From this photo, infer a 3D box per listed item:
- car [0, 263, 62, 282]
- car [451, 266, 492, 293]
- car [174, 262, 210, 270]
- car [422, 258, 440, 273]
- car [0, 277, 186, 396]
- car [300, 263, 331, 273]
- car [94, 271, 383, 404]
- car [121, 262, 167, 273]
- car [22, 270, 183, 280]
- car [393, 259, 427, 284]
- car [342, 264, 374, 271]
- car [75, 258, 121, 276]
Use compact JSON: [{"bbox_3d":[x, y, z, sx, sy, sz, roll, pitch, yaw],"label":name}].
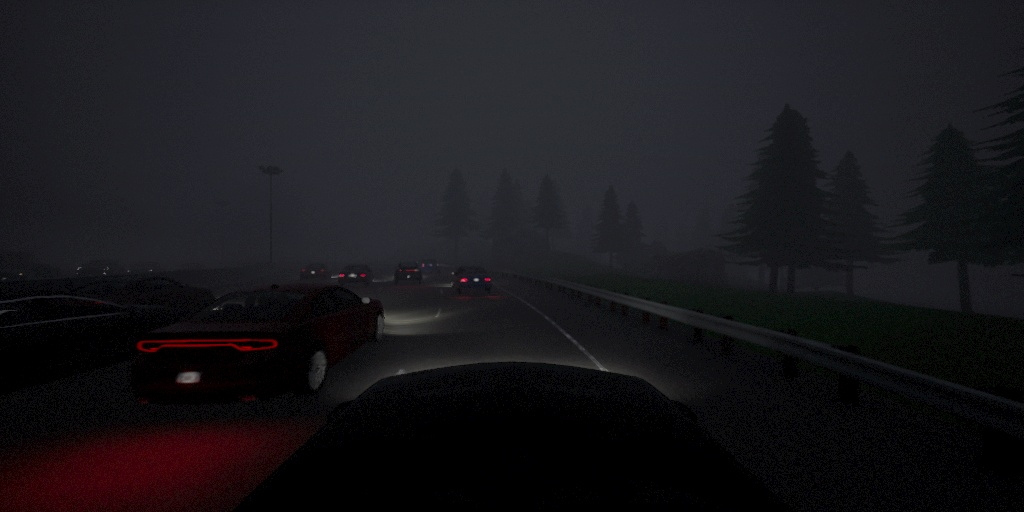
[{"bbox_3d":[-39.190,1.299,29.062,2.033,1.411,5.357,0,0,-30],"label":"car"},{"bbox_3d":[-2.401,1.262,20.626,2.033,1.411,5.357,0,0,-13],"label":"car"},{"bbox_3d":[-29.755,1.293,33.422,1.994,1.385,4.181,0,0,-30],"label":"car"},{"bbox_3d":[-9.674,1.036,40.477,2.097,1.767,4.553,0,0,-26],"label":"car"},{"bbox_3d":[-7.255,1.245,5.201,2.128,1.511,4.902,0,0,-3],"label":"car"},{"bbox_3d":[-16.437,1.280,30.179,1.994,1.385,4.181,0,0,-21],"label":"car"},{"bbox_3d":[-3.846,1.223,6.542,1.882,1.535,5.008,0,0,-4],"label":"car"},{"bbox_3d":[-33.505,1.261,33.011,1.812,1.442,4.674,0,0,-31],"label":"car"},{"bbox_3d":[-11.327,1.312,10.958,1.994,1.385,4.181,0,0,-7],"label":"car"},{"bbox_3d":[-7.742,1.202,26.671,2.128,1.511,4.902,0,0,-17],"label":"car"},{"bbox_3d":[-10.679,1.266,24.686,2.033,1.411,5.357,0,0,-17],"label":"car"},{"bbox_3d":[-37.423,1.094,32.733,2.097,1.767,4.553,0,0,-32],"label":"car"}]
